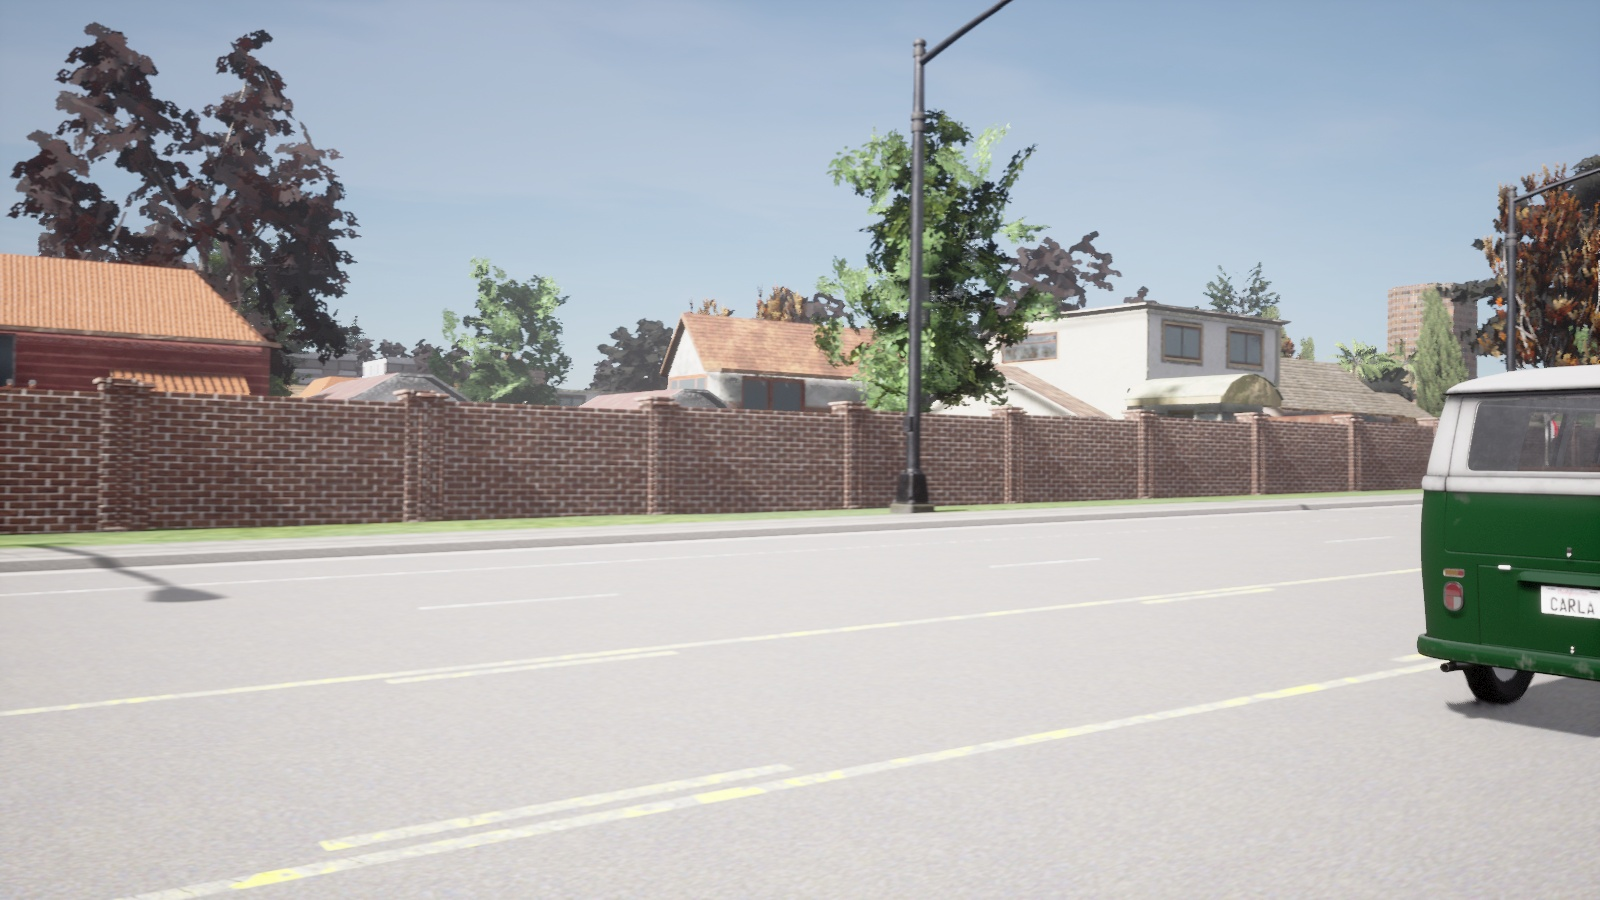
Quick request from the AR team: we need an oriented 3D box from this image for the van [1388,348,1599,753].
[{"bbox_3d":[5.632,0.482,7.578,4.442,1.987,1.775,0,0,-35],"label":"van"}]
